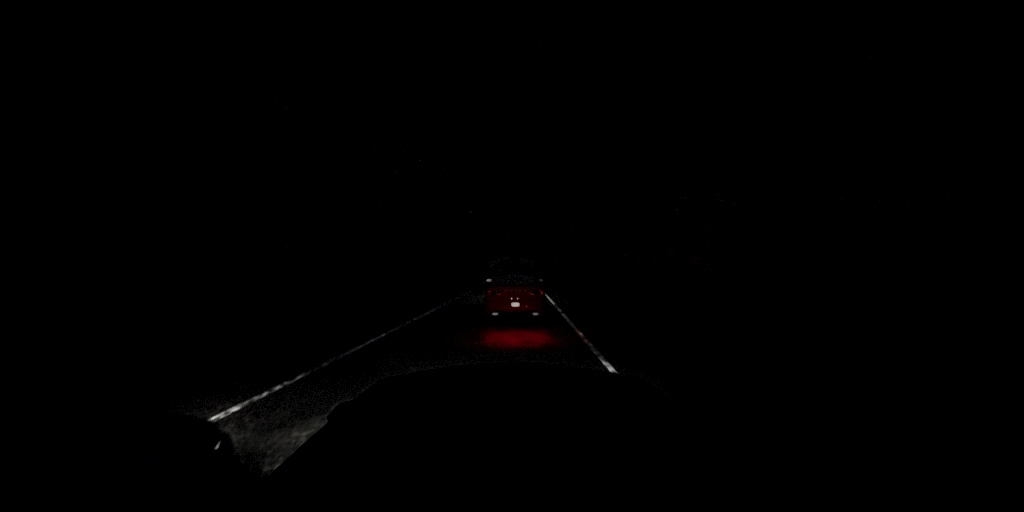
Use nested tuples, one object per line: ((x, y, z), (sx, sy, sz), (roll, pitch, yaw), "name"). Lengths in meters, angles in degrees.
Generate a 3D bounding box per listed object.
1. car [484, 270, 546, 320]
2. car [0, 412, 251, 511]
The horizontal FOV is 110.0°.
((0.098, 1.230, 12.678), (1.882, 1.535, 5.008), (0, 0, 0), "car")
((-2.749, 1.276, 0.469), (1.812, 1.442, 4.674), (0, 0, 2), "car")
